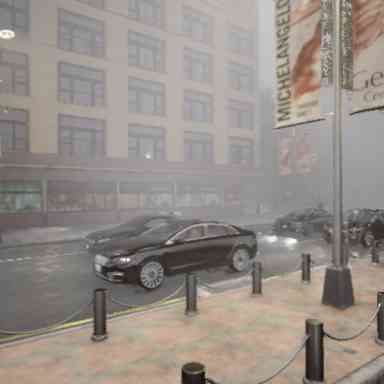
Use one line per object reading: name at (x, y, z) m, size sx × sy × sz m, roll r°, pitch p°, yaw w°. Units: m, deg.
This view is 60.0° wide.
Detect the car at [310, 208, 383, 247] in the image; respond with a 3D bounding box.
car at (7.964, 1.520, 15.273) m, size 4.902 × 1.511 × 2.128 m, roll 0°, pitch 0°, yaw -36°

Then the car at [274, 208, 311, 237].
car at (6.458, 1.616, 18.501) m, size 4.181 × 1.385 × 1.994 m, roll 0°, pitch 0°, yaw -36°

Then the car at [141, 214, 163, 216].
car at (-1.653, 1.596, 12.669) m, size 4.674 × 1.442 × 1.812 m, roll 0°, pitch 0°, yaw -35°

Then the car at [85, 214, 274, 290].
car at (-0.250, 1.539, 9.360) m, size 4.902 × 1.511 × 2.128 m, roll 0°, pitch 0°, yaw -36°
